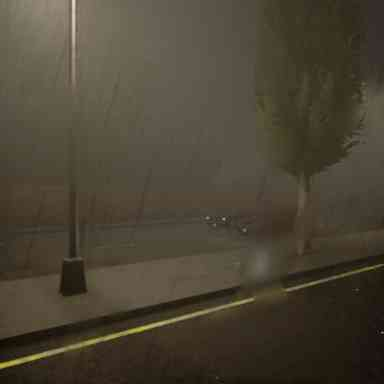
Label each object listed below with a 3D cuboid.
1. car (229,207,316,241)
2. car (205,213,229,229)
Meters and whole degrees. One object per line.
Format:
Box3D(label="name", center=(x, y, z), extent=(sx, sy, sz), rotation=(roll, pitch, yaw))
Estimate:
Box3D(label="car", center=(4.363, 1.512, 16.844), extent=(4.674, 1.442, 1.812), rotation=(0, 0, -35))
Box3D(label="car", center=(3.110, 1.587, 20.235), extent=(4.718, 1.301, 1.895), rotation=(0, 0, -35))
